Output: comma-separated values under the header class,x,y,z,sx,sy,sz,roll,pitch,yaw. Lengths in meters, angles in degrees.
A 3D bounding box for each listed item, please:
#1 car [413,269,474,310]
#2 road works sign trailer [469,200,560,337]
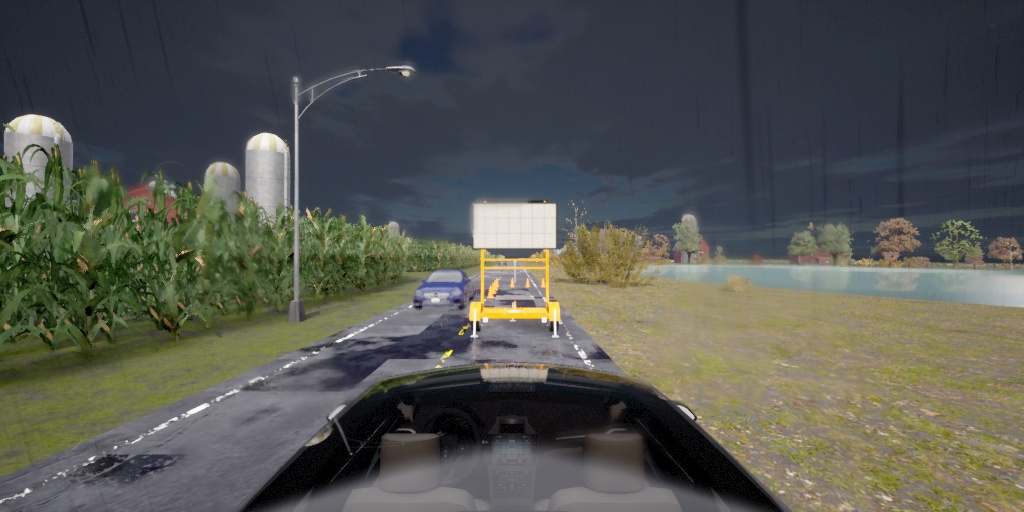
class,x,y,z,sx,sy,sz,roll,pitch,yaw
car,-2.632,1.283,14.775,1.812,1.442,4.674,0,0,0
road works sign trailer,0.081,0.217,10.239,2.380,3.560,2.880,0,0,0
